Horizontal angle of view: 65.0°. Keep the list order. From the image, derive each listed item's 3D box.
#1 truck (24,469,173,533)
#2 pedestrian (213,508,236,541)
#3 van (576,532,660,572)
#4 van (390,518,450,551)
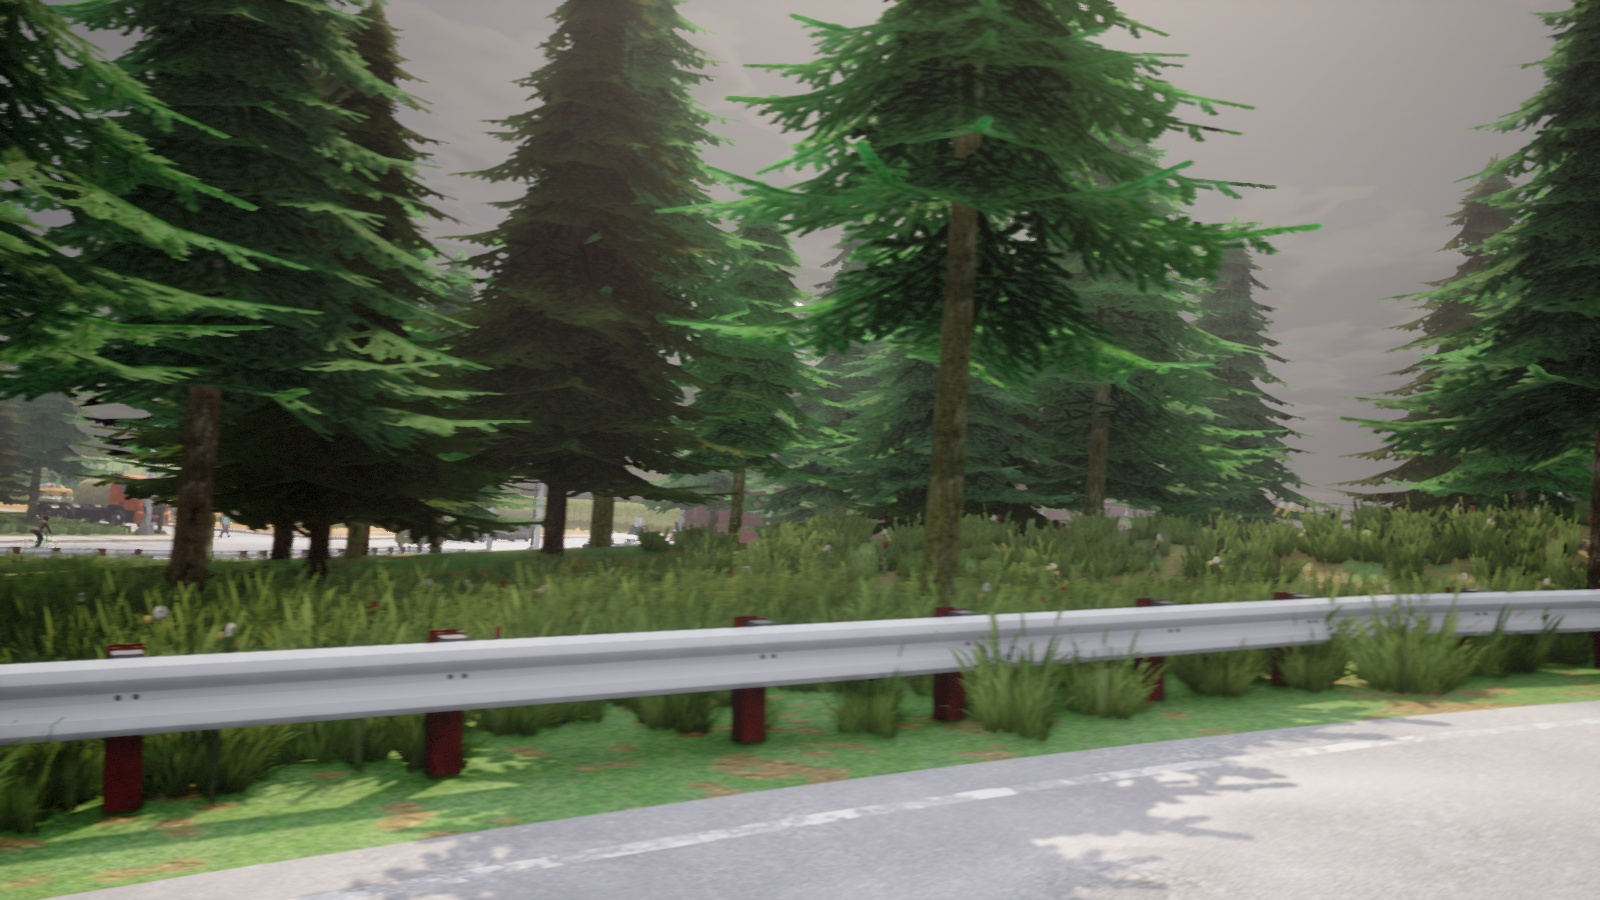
[{"bbox_3d":[-44.106,3.223,79.012,7.936,3.462,2.891,3,-3,11],"label":"truck"},{"bbox_3d":[-34.710,4.496,75.744,0.659,1.952,0.873,3,-3,20],"label":"pedestrian"},{"bbox_3d":[-10.990,6.129,75.961,4.480,2.038,2.069,3,-3,11],"label":"van"},{"bbox_3d":[-24.623,5.467,81.616,1.775,1.987,4.442,3,-3,10],"label":"van"}]
